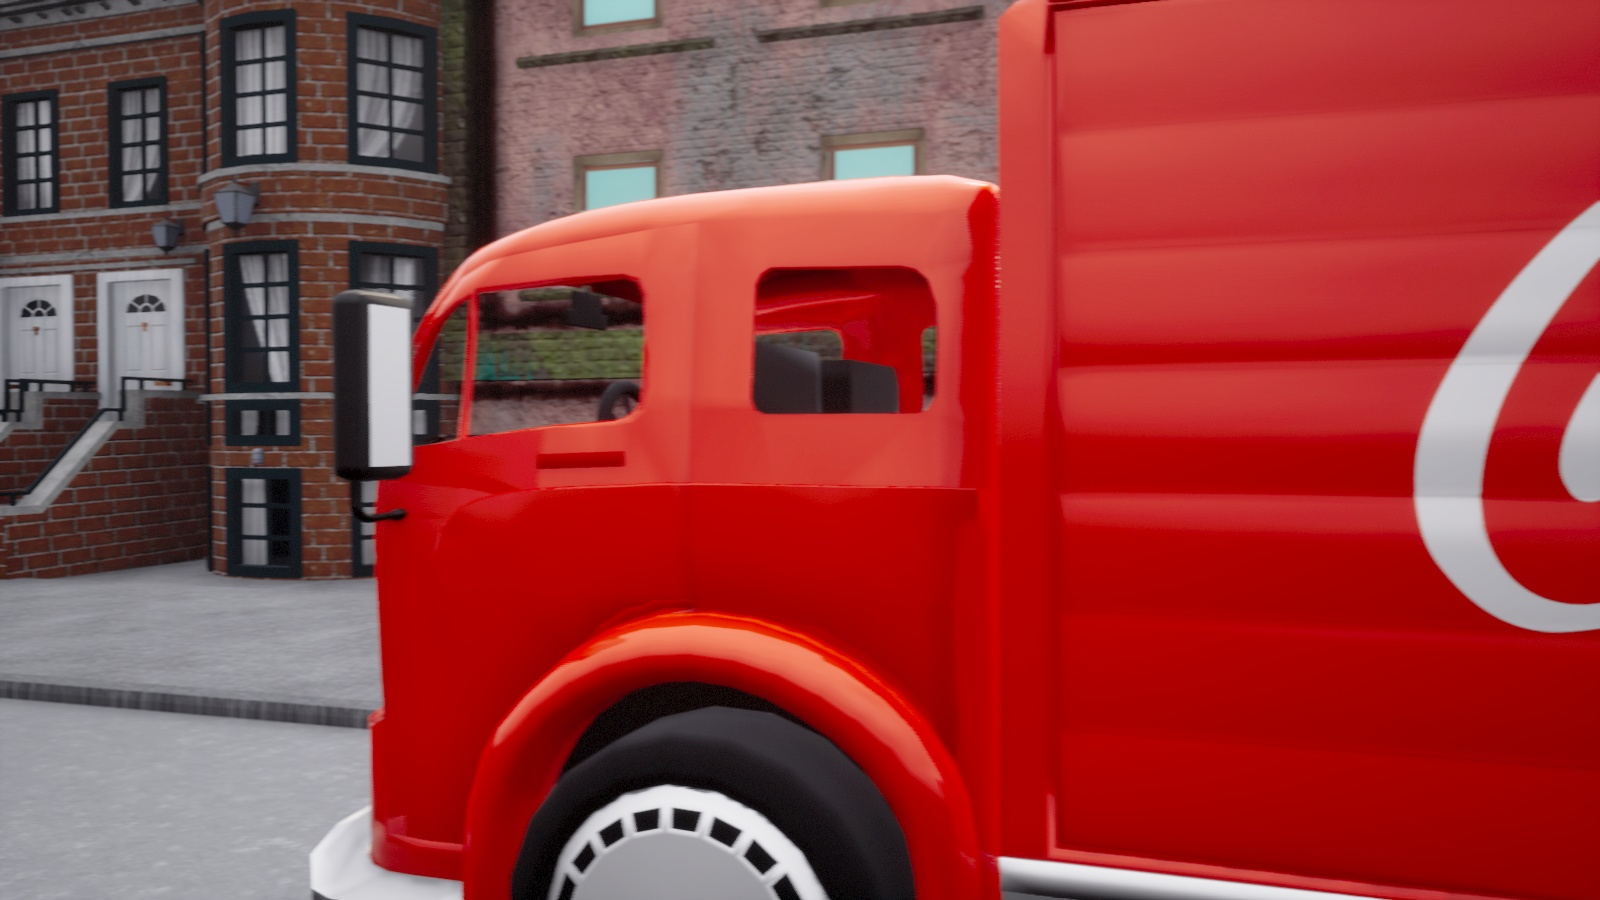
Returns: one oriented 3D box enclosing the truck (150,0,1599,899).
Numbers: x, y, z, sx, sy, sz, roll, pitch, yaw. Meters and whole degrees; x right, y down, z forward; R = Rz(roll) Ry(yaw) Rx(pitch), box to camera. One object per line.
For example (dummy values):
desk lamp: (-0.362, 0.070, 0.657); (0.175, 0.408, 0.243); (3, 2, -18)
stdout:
truck: (1.432, 0.293, 3.231); (5.204, 2.467, 2.627); (1, 1, 19)
